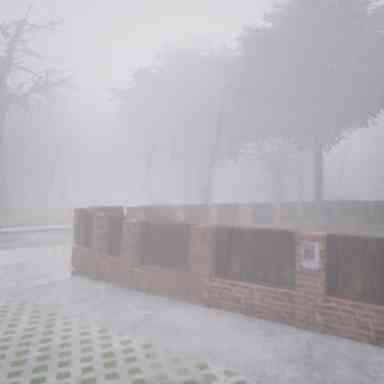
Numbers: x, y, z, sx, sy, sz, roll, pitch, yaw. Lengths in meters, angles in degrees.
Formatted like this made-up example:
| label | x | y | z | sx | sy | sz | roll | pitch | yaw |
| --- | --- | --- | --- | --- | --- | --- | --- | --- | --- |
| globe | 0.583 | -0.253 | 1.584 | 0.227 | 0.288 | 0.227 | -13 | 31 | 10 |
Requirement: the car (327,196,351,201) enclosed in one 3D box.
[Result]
| label | x | y | z | sx | sy | sz | roll | pitch | yaw |
| --- | --- | --- | --- | --- | --- | --- | --- | --- | --- |
| car | 19.305 | 1.578 | 43.832 | 5.566 | 2.045 | 2.150 | 1 | -1 | -45 |

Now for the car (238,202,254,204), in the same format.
| label | x | y | z | sx | sy | sz | roll | pitch | yaw |
| --- | --- | --- | --- | --- | --- | --- | --- | --- | --- |
| car | 4.666 | 1.670 | 29.519 | 4.892 | 1.490 | 1.837 | 1 | -1 | -45 |
